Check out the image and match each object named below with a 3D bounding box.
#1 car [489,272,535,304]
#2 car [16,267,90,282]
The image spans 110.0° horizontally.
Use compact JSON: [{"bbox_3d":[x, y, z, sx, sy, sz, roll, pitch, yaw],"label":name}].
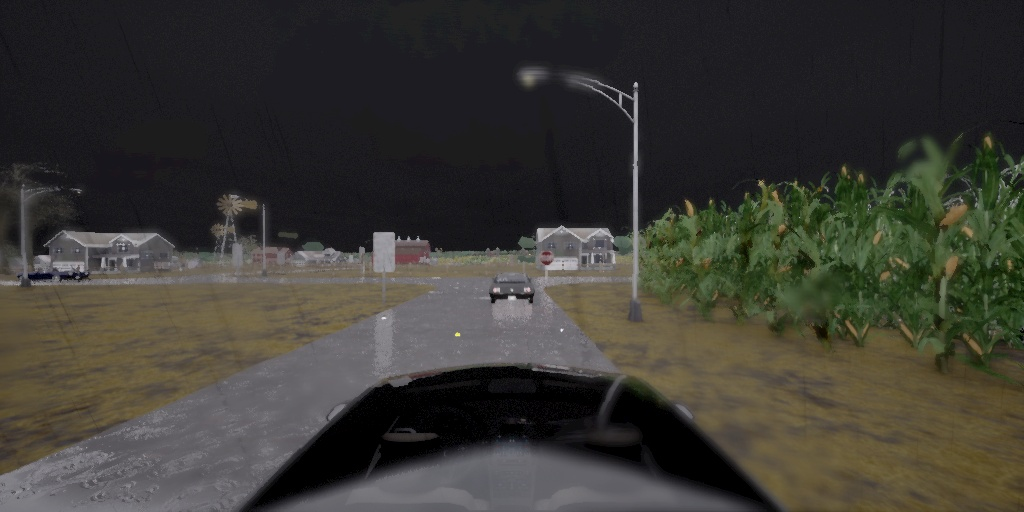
[{"bbox_3d":[0.000,1.387,16.532,1.895,1.301,4.718,0,0,0],"label":"car"},{"bbox_3d":[-41.889,1.687,32.759,4.718,1.301,1.895,-1,0,0],"label":"car"}]
